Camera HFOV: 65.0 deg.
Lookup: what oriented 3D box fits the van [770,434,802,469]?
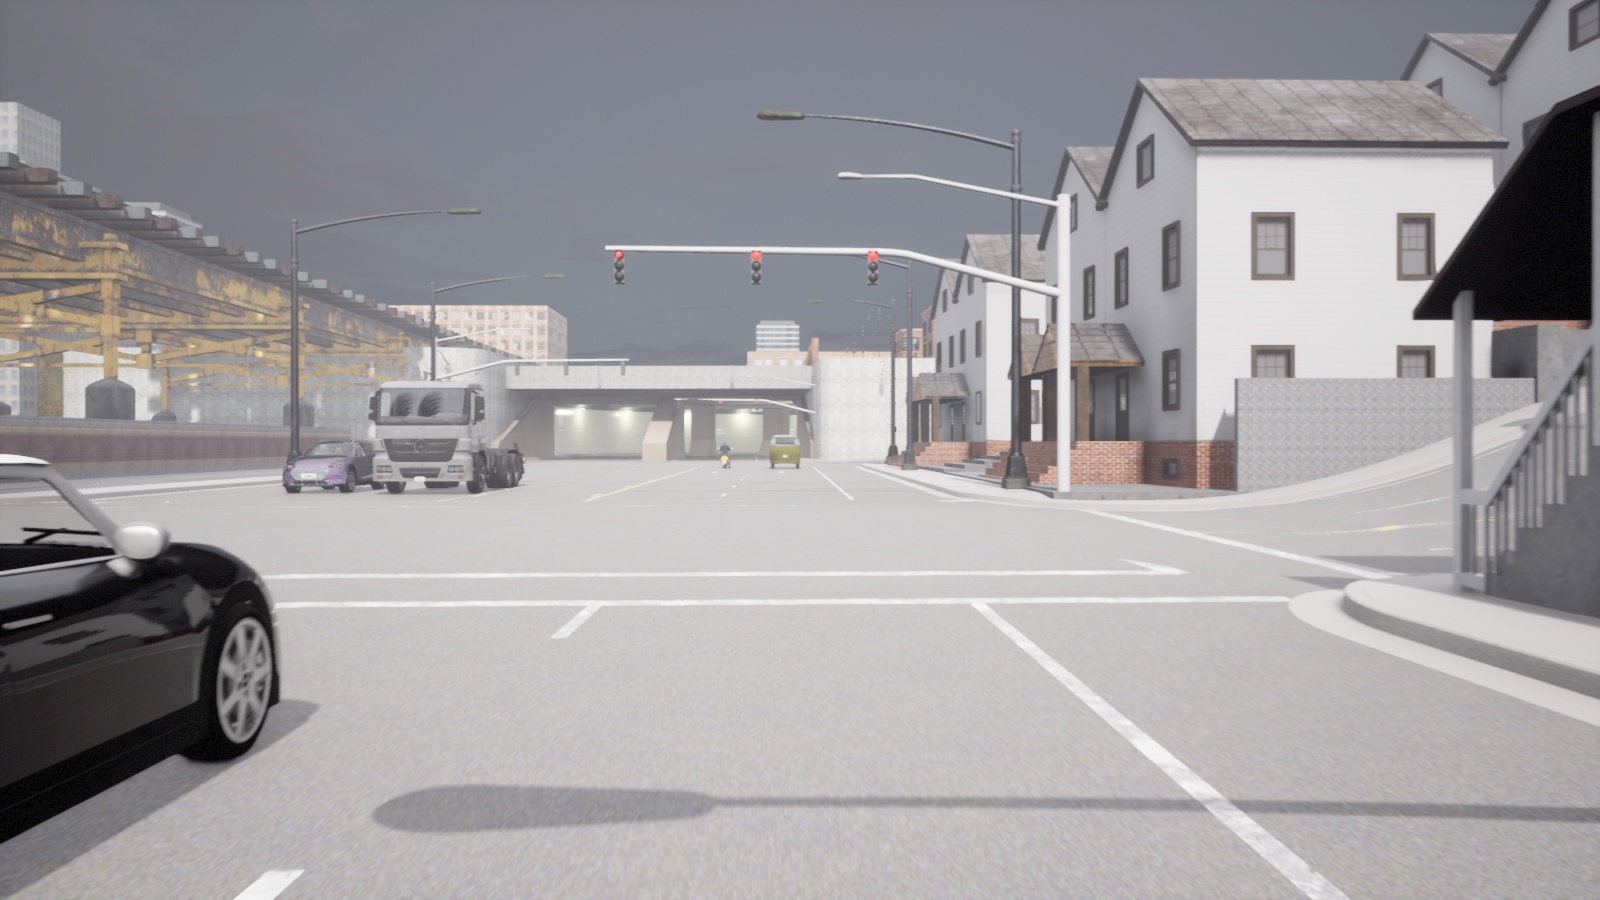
[{"bbox_3d":[-0.819,0.086,73.250,1.775,1.987,4.442,0,0,-1],"label":"van"}]

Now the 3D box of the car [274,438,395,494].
[{"bbox_3d":[-14.431,0.448,39.249,2.033,1.649,4.856,0,0,-1],"label":"car"}]

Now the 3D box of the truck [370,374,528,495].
[{"bbox_3d":[-10.935,-0.467,40.005,2.891,3.462,7.936,0,0,-1],"label":"truck"}]

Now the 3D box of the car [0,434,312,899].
[{"bbox_3d":[-3.535,0.683,4.710,1.970,1.475,3.806,0,0,-1],"label":"car"}]
